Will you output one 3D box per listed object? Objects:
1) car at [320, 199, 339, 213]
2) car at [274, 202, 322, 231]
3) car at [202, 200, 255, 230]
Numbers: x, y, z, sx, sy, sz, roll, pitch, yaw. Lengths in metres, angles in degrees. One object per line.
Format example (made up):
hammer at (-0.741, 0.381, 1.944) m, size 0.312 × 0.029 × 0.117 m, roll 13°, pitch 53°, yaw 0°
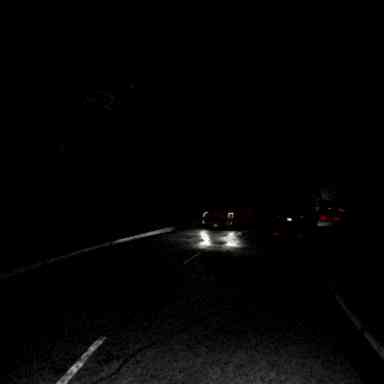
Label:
car at (14.783, 1.478, 36.046) m, size 2.128 × 1.511 × 4.902 m, roll 0°, pitch 0°, yaw 19°
car at (6.452, 1.517, 20.440) m, size 1.994 × 1.385 × 4.181 m, roll 0°, pitch 0°, yaw 29°
car at (2.342, 1.302, 20.755) m, size 2.097 × 1.767 × 4.553 m, roll 0°, pitch 0°, yaw 27°
